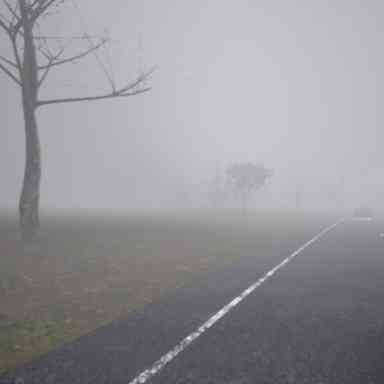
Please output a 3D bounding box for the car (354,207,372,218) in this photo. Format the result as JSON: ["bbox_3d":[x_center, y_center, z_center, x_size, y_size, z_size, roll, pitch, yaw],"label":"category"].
[{"bbox_3d":[22.201,2.620,43.104,1.994,1.385,4.181,2,0,30],"label":"car"}]
